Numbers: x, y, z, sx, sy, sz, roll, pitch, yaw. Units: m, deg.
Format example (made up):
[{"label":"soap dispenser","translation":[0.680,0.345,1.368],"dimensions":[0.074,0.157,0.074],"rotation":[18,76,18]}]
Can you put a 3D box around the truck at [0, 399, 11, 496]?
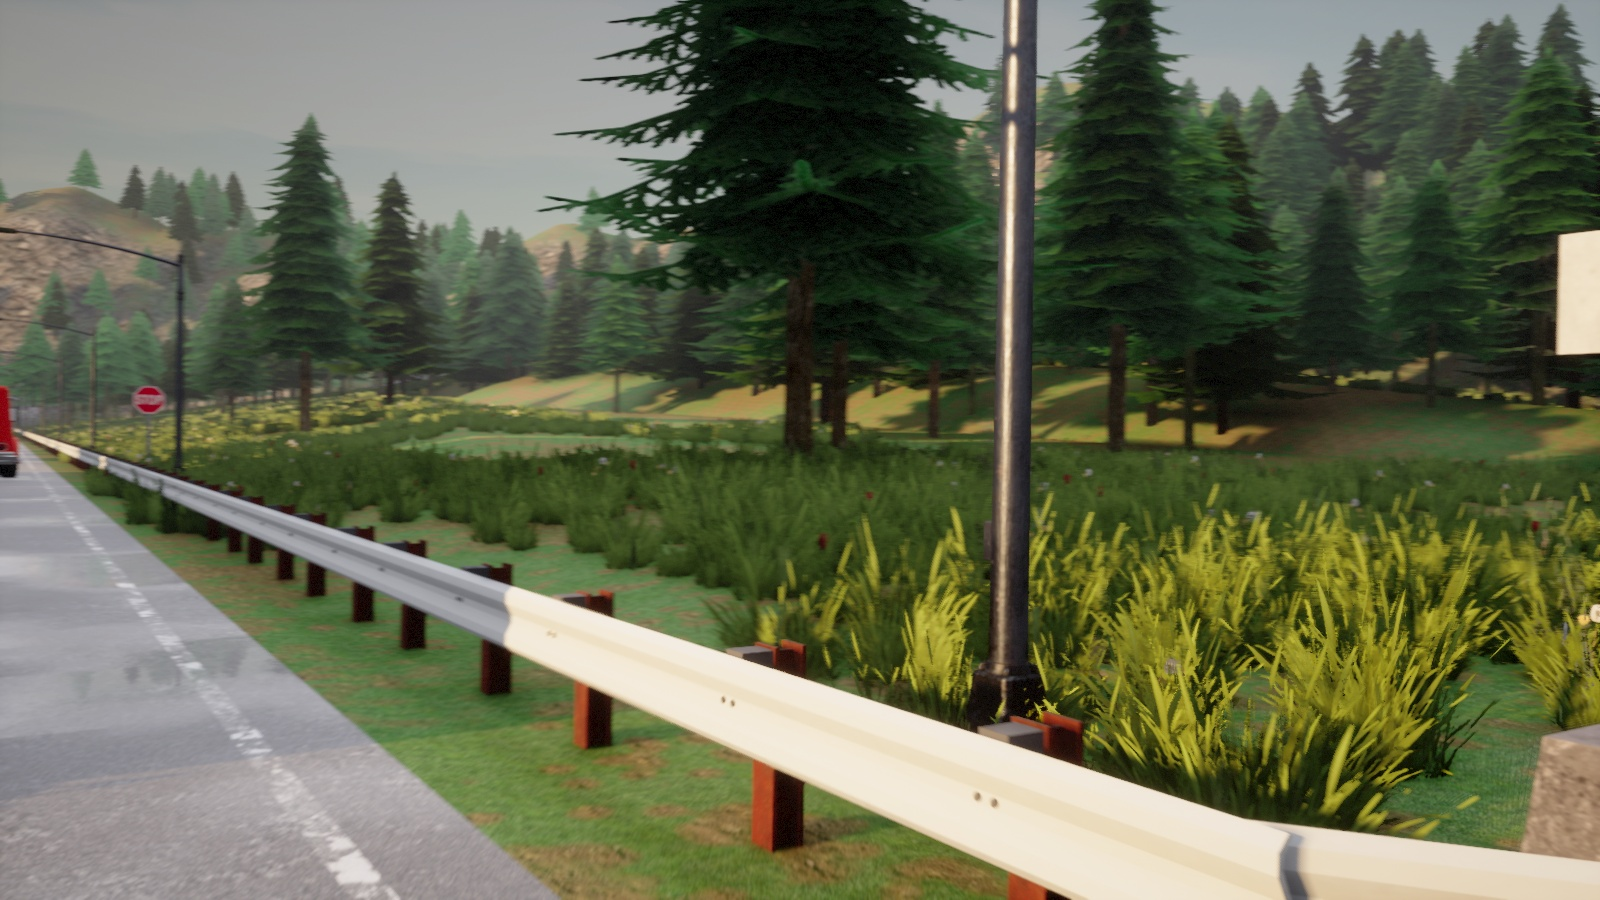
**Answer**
[{"label":"truck","translation":[-22.642,-0.117,33.507],"dimensions":[2.627,2.467,5.204],"rotation":[0,1,-33]}]
